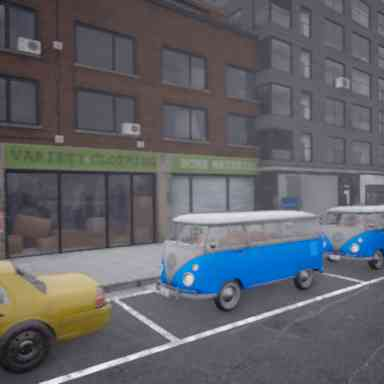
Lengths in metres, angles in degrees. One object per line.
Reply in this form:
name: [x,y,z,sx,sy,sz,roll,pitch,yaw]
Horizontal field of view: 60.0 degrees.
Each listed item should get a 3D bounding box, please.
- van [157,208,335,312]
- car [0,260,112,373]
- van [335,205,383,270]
van: [1.207,1.332,7.403,3.998,1.788,1.690,0,-1,-35]
car: [-3.479,1.526,4.061,4.829,1.417,1.752,0,-1,-35]
van: [5.756,1.322,10.646,3.998,1.788,1.690,0,-1,-35]
